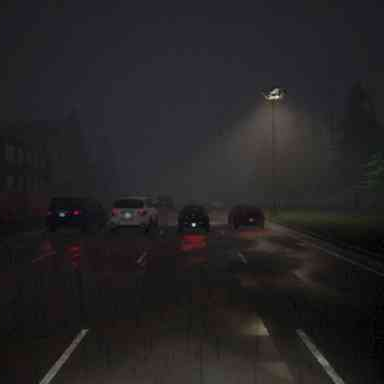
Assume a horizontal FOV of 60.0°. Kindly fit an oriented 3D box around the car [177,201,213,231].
[{"bbox_3d":[0.102,1.585,21.185,1.837,1.490,4.892,0,0,0],"label":"car"}]

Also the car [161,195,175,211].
[{"bbox_3d":[-3.488,1.388,44.169,2.150,2.045,5.566,0,0,0],"label":"car"}]

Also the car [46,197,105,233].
[{"bbox_3d":[-6.899,1.299,20.334,2.150,2.045,5.566,0,0,0],"label":"car"}]

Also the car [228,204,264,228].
[{"bbox_3d":[3.602,1.562,22.715,1.882,1.535,5.008,0,0,0],"label":"car"}]

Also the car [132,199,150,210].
[{"bbox_3d":[-6.972,1.697,46.069,1.812,1.442,4.674,0,0,1],"label":"car"}]

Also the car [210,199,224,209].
[{"bbox_3d":[3.546,1.703,47.711,1.812,1.442,4.674,0,0,1],"label":"car"}]

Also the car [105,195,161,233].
[{"bbox_3d":[-3.398,1.299,20.296,2.150,2.045,5.566,0,0,0],"label":"car"}]
